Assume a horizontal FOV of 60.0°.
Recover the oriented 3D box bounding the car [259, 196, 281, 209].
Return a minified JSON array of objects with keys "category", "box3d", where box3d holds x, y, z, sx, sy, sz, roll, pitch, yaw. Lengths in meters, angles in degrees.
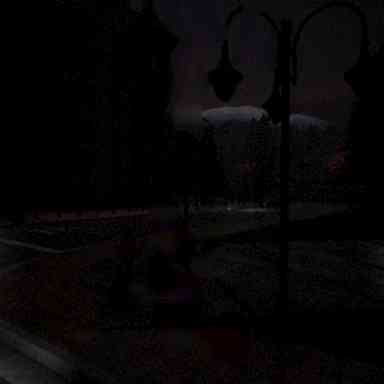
[{"category":"car","box3d":[10.012,1.259,41.158,2.128,1.511,4.902,1,0,36]}]
